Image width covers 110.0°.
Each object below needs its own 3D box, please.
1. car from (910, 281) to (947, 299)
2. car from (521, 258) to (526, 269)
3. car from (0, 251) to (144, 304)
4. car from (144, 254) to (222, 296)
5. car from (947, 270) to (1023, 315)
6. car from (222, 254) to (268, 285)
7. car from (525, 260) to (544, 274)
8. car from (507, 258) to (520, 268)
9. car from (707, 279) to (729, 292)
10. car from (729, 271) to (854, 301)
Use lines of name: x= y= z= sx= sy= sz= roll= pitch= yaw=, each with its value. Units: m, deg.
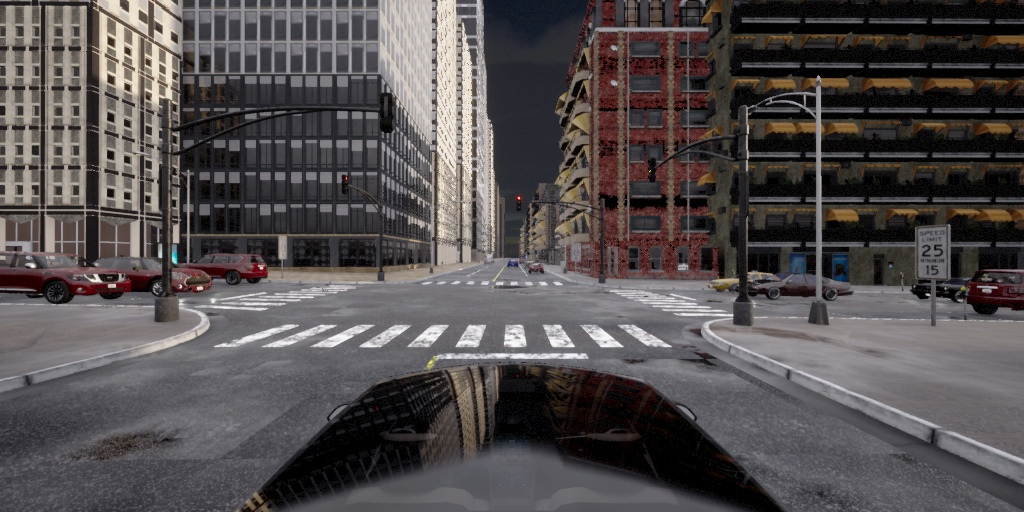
car: x=24.883 y=1.839 z=19.560 sx=4.718 sy=1.301 sz=1.895 roll=1 pitch=0 yaw=-1
car: x=2.749 y=1.317 z=54.700 sx=2.007 sy=1.370 sz=4.403 roll=0 pitch=0 yaw=0
car: x=-17.562 y=0.757 z=13.446 sx=5.009 sy=1.841 sz=2.192 roll=0 pitch=0 yaw=0
car: x=-16.273 y=0.825 z=16.081 sx=4.553 sy=1.767 sz=2.097 roll=1 pitch=0 yaw=-2
car: x=20.612 y=1.461 z=13.769 sx=5.009 sy=1.841 sz=2.192 roll=0 pitch=0 yaw=0
car: x=-17.688 y=0.776 z=21.826 sx=5.009 sy=1.841 sz=2.192 roll=0 pitch=0 yaw=0
car: x=2.785 y=1.341 z=41.783 sx=1.802 sy=1.307 sz=4.207 roll=0 pitch=0 yaw=0
car: x=0.168 y=1.250 z=63.310 sx=1.882 sy=1.535 sz=5.008 roll=0 pitch=0 yaw=0
car: x=14.653 y=1.587 z=22.072 sx=4.829 sy=1.417 sz=1.751 roll=0 pitch=0 yaw=0
car: x=15.253 y=1.610 z=19.485 sx=5.357 sy=1.411 sz=2.033 roll=1 pitch=0 yaw=0
